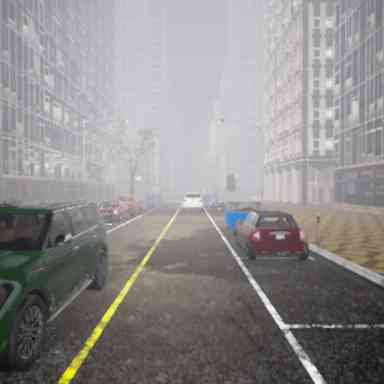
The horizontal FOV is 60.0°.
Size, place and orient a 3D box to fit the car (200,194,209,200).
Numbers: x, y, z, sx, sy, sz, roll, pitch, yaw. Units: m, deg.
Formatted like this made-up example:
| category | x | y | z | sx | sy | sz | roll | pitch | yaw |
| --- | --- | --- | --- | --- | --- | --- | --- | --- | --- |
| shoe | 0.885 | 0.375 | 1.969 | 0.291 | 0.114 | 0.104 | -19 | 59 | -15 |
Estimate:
| category | x | y | z | sx | sy | sz | roll | pitch | yaw |
| --- | --- | --- | --- | --- | --- | --- | --- | --- | --- |
| car | 2.795 | 1.157 | 74.569 | 1.947 | 1.339 | 4.313 | -1 | 0 | 0 |

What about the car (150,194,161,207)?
| category | x | y | z | sx | sy | sz | roll | pitch | yaw |
| --- | --- | --- | --- | --- | --- | --- | --- | --- | --- |
| car | -5.708 | 1.335 | 46.149 | 1.802 | 1.307 | 4.206 | -1 | 0 | 0 |

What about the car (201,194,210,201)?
| category | x | y | z | sx | sy | sz | roll | pitch | yaw |
| --- | --- | --- | --- | --- | --- | --- | --- | --- | --- |
| car | 2.779 | 1.206 | 68.884 | 1.802 | 1.307 | 4.206 | -1 | 0 | 0 |

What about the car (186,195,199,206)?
| category | x | y | z | sx | sy | sz | roll | pitch | yaw |
| --- | --- | --- | --- | --- | --- | --- | --- | --- | --- |
| car | 0.088 | 1.217 | 48.627 | 1.882 | 1.535 | 5.008 | 0 | 0 | 0 |

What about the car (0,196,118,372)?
| category | x | y | z | sx | sy | sz | roll | pitch | yaw |
| --- | --- | --- | --- | --- | --- | --- | --- | --- | --- |
| car | -3.087 | 1.188 | 5.966 | 2.150 | 2.045 | 5.566 | 0 | 0 | 0 |

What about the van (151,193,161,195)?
| category | x | y | z | sx | sy | sz | roll | pitch | yaw |
| --- | --- | --- | --- | --- | --- | --- | --- | --- | --- |
| van | -5.711 | 1.062 | 51.832 | 1.690 | 1.788 | 3.998 | -1 | 0 | 0 |

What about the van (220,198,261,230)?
| category | x | y | z | sx | sy | sz | roll | pitch | yaw |
| --- | --- | --- | --- | --- | --- | --- | --- | --- | --- |
| van | 2.677 | 1.247 | 17.731 | 1.690 | 1.788 | 3.998 | -1 | 0 | 0 |

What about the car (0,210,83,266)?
| category | x | y | z | sx | sy | sz | roll | pitch | yaw |
| --- | --- | --- | --- | --- | --- | --- | --- | --- | --- |
| car | -5.700 | 1.486 | 12.047 | 2.008 | 1.369 | 4.403 | -1 | 0 | 0 |

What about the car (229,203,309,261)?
| category | x | y | z | sx | sy | sz | roll | pitch | yaw |
| --- | --- | --- | --- | --- | --- | --- | --- | --- | --- |
| car | 2.679 | 1.376 | 12.048 | 1.967 | 1.590 | 4.097 | -1 | 0 | 0 |

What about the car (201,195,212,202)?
| category | x | y | z | sx | sy | sz | roll | pitch | yaw |
| --- | --- | --- | --- | --- | --- | --- | --- | --- | --- |
| car | 2.721 | 1.222 | 63.200 | 1.947 | 1.339 | 4.313 | -1 | 0 | 0 |

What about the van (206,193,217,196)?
| category | x | y | z | sx | sy | sz | roll | pitch | yaw |
| --- | --- | --- | --- | --- | --- | --- | --- | --- | --- |
| van | 2.670 | 1.094 | 46.150 | 1.690 | 1.788 | 3.998 | -1 | 0 | 0 |

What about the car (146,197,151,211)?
| category | x | y | z | sx | sy | sz | roll | pitch | yaw |
| --- | --- | --- | --- | --- | --- | --- | --- | --- | --- |
| car | -5.706 | 1.396 | 34.781 | 1.802 | 1.307 | 4.206 | -1 | 0 | 0 |

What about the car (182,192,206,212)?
| category | x | y | z | sx | sy | sz | roll | pitch | yaw |
| --- | --- | --- | --- | --- | --- | --- | --- | --- | --- |
| car | 0.096 | 1.030 | 36.046 | 2.150 | 2.045 | 5.566 | 0 | 0 | -1 |

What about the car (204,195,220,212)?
| category | x | y | z | sx | sy | sz | roll | pitch | yaw |
| --- | --- | --- | --- | --- | --- | --- | --- | --- | --- |
| car | 2.675 | 1.365 | 34.783 | 2.008 | 1.369 | 4.403 | -1 | 0 | 0 |

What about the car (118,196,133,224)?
| category | x | y | z | sx | sy | sz | roll | pitch | yaw |
| --- | --- | --- | --- | --- | --- | --- | --- | --- | --- |
| car | -5.704 | 1.315 | 23.413 | 1.967 | 1.590 | 4.097 | -1 | 0 | 0 |

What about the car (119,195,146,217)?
| category | x | y | z | sx | sy | sz | roll | pitch | yaw |
| --- | --- | --- | --- | --- | --- | --- | --- | --- | --- |
| car | -5.707 | 1.159 | 29.096 | 2.192 | 1.841 | 5.009 | -1 | 0 | 0 |
